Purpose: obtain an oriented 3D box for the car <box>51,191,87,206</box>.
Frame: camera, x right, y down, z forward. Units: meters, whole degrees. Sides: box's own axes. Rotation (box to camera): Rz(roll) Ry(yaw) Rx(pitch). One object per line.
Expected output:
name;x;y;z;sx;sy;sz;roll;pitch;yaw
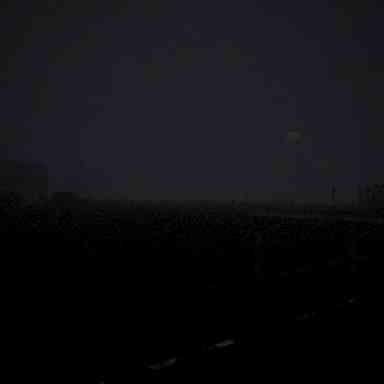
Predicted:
car;-17.990;0.917;48.583;5.566;2.045;2.150;1;0;24
